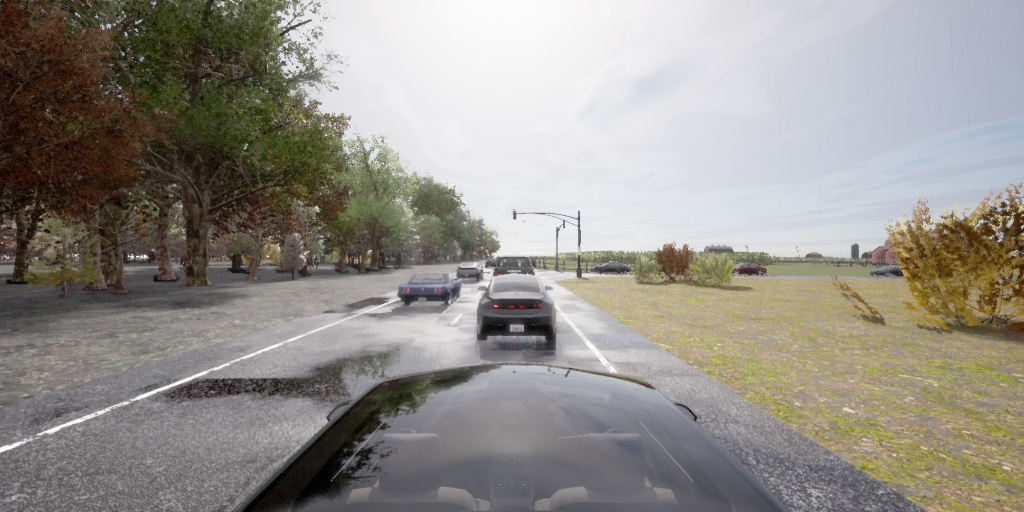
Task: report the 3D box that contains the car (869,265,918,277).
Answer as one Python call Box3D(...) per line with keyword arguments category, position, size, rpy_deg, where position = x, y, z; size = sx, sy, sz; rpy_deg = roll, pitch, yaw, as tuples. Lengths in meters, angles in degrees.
Box3D(category="car", position=(45.629, 1.812, 42.803), size=(4.892, 1.490, 1.837), rpy_deg=(1, -1, 1))

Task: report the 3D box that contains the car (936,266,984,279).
Box3D(category="car", position=(48.935, 1.807, 39.221), size=(4.674, 1.442, 1.812), rpy_deg=(1, -1, 0))

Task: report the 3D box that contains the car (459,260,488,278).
Box3D(category="car", position=(-3.399, 1.248, 29.469), size=(2.128, 1.511, 4.902), rpy_deg=(0, 0, 0))

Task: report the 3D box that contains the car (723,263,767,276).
Box3D(category="car", position=(27.628, 1.586, 42.916), size=(5.008, 1.535, 1.882), rpy_deg=(1, -1, 0))

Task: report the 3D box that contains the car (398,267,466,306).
Box3D(category="car", position=(-3.398, 1.354, 15.828), size=(1.895, 1.301, 4.718), rpy_deg=(0, 0, 0))

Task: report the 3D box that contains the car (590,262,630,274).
Box3D(category="car", position=(11.837, 1.467, 43.324), size=(4.674, 1.442, 1.812), rpy_deg=(1, -1, 5))

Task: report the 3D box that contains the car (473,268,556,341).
Box3D(category="car", position=(0.101, 1.257, 9.895), size=(1.837, 1.490, 4.892), rpy_deg=(0, 0, 0))

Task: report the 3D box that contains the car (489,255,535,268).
Box3D(category="car", position=(0.104, 0.976, 19.810), size=(2.150, 2.045, 5.566), rpy_deg=(0, 0, 0))
